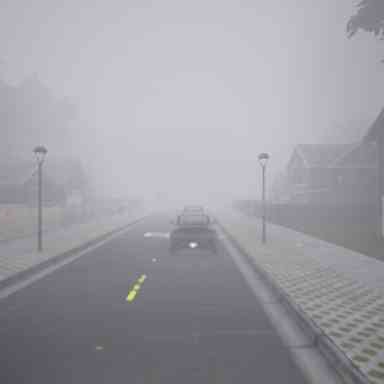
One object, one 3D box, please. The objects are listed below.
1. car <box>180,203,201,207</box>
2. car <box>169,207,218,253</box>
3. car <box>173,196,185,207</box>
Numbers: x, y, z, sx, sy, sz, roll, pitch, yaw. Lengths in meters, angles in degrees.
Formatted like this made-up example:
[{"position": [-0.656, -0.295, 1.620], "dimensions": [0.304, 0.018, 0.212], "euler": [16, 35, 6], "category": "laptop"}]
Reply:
[{"position": [0.129, 1.867, 29.063], "dimensions": [1.895, 1.301, 4.718], "euler": [0, 0, 0], "category": "car"}, {"position": [0.061, 1.642, 14.261], "dimensions": [1.837, 1.490, 4.892], "euler": [0, 0, 0], "category": "car"}, {"position": [-2.458, 1.762, 63.666], "dimensions": [2.150, 2.045, 5.566], "euler": [0, -1, 0], "category": "car"}]
